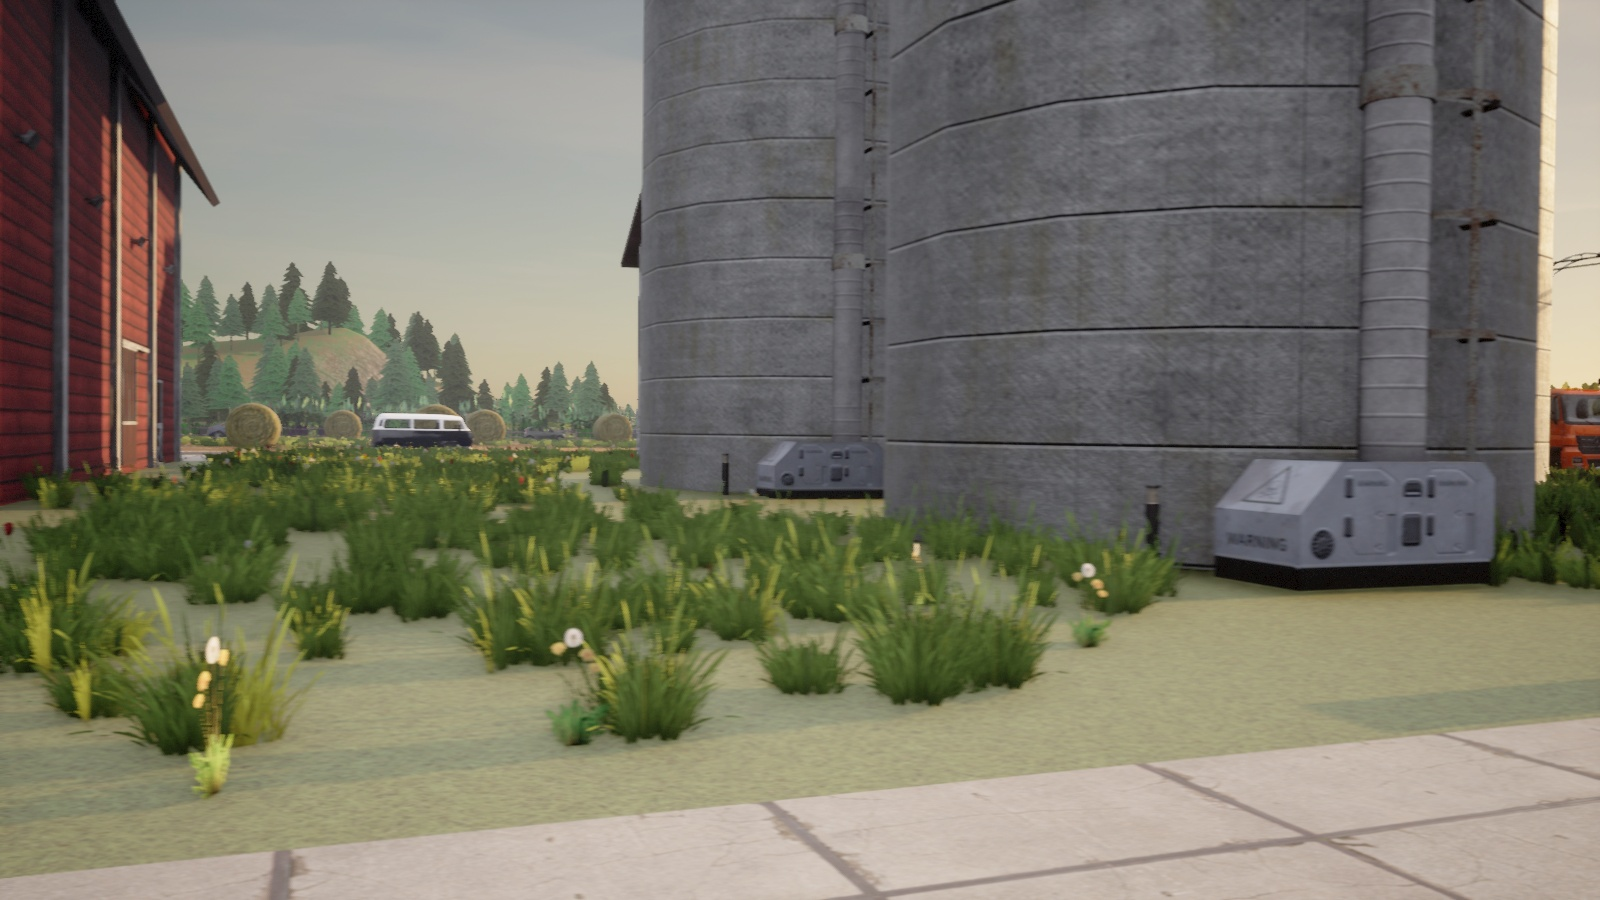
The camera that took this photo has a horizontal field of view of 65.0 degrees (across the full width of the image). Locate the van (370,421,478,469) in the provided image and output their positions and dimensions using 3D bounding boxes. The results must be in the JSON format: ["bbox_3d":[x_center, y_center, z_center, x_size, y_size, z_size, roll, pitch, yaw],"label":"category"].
[{"bbox_3d":[-16.952,-0.243,56.604,4.480,2.038,2.069,-1,1,-21],"label":"van"}]

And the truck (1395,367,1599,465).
[{"bbox_3d":[27.449,-1.278,48.969,2.891,3.462,7.936,-1,1,-20],"label":"truck"}]
